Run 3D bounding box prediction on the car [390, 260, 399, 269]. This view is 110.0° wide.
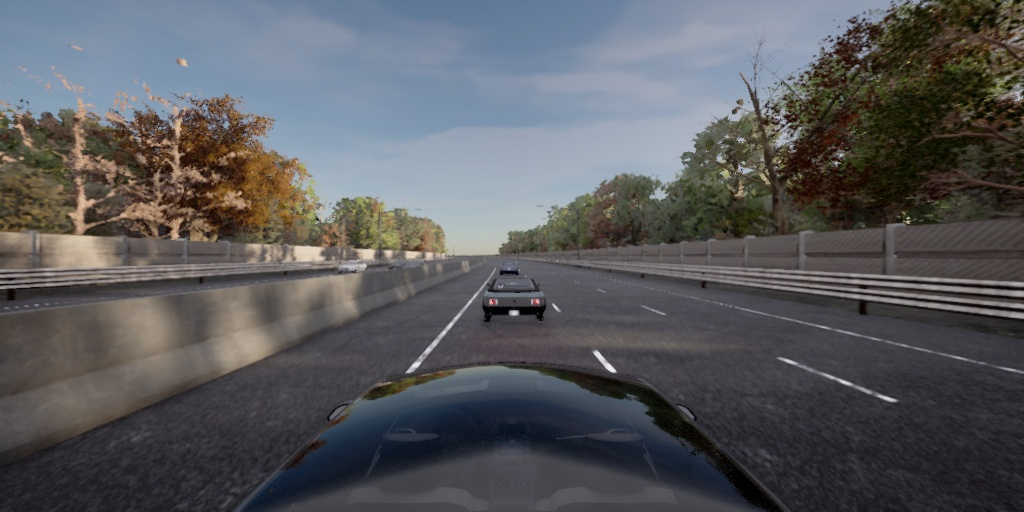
[{"bbox_3d":[-14.712,1.256,47.537,1.837,1.490,4.892,0,0,-1],"label":"car"}]

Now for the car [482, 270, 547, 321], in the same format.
[{"bbox_3d":[0.052,1.352,12.526,1.895,1.301,4.718,0,0,0],"label":"car"}]

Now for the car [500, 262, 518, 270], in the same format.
[{"bbox_3d":[-0.332,1.317,39.209,1.994,1.385,4.181,0,0,-1],"label":"car"}]

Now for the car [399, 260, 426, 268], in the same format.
[{"bbox_3d":[-11.063,1.256,41.139,1.837,1.490,4.892,0,0,-1],"label":"car"}]

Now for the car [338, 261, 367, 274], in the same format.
[{"bbox_3d":[-18.058,1.277,40.921,1.812,1.442,4.674,0,0,-1],"label":"car"}]
